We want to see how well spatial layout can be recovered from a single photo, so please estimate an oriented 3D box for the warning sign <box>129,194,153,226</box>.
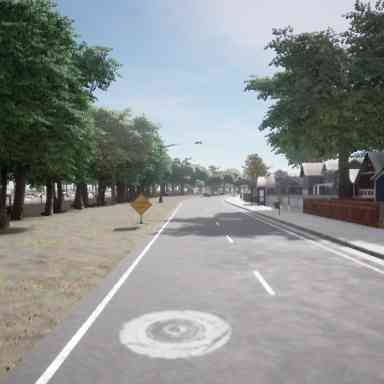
[{"bbox_3d":[-3.045,1.049,20.014,1.300,1.860,1.060,0,1,0],"label":"warning sign"}]
